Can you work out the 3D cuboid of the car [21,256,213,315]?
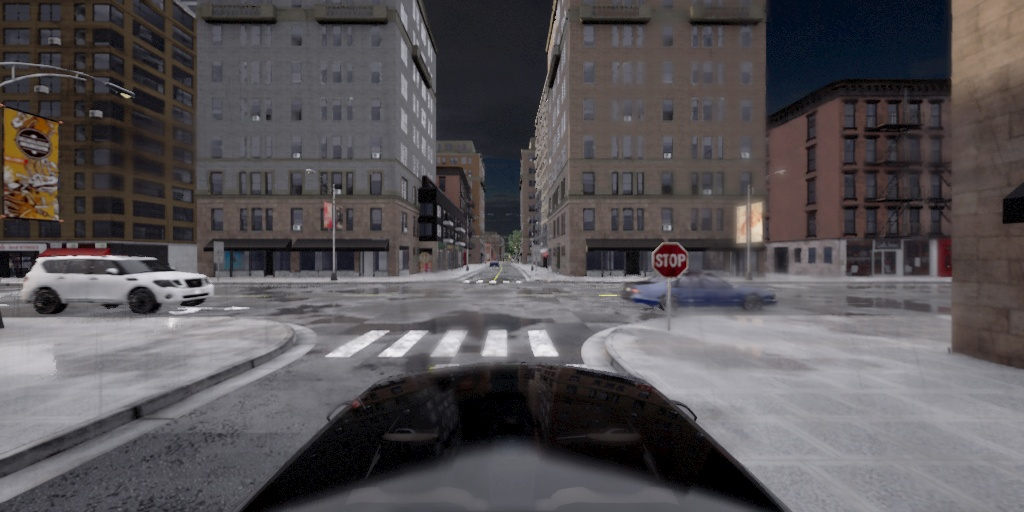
[{"bbox_3d":[-14.611,1.004,13.469,5.566,2.045,2.150,0,0,-1],"label":"car"}]

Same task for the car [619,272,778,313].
[{"bbox_3d":[6.925,1.322,13.666,5.357,1.411,2.033,0,0,0],"label":"car"}]
